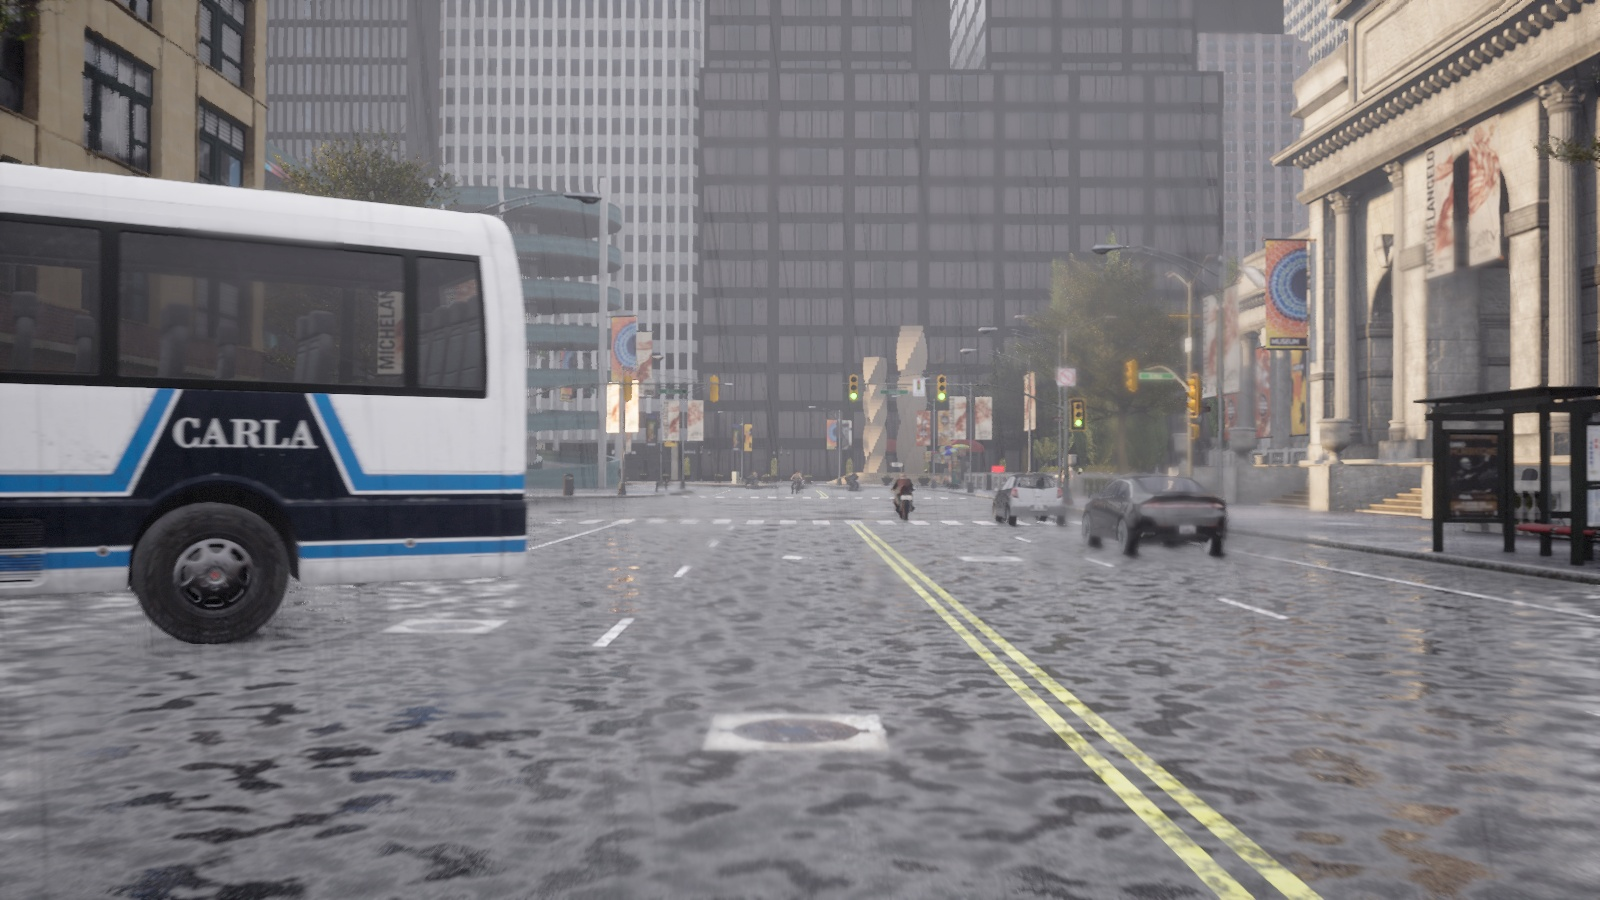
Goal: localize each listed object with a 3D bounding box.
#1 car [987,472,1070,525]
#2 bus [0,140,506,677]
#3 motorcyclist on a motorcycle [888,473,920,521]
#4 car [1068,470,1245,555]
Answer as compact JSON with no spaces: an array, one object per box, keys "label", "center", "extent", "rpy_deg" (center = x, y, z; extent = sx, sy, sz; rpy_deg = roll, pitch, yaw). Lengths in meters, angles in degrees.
[{"label":"car","center":[6.908,1.442,38.292],"extent":[1.845,1.501,3.633],"rpy_deg":[0,-1,0]},{"label":"bus","center":[-8.252,-0.343,11.129],"extent":[10.273,4.253,3.944],"rpy_deg":[0,0,-30]},{"label":"motorcyclist on a motorcycle","center":[3.401,1.528,41.313],"extent":[0.866,1.530,2.191],"rpy_deg":[0,-1,0]},{"label":"car","center":[6.940,1.162,25.052],"extent":[2.128,1.511,4.902],"rpy_deg":[0,-1,0]}]
